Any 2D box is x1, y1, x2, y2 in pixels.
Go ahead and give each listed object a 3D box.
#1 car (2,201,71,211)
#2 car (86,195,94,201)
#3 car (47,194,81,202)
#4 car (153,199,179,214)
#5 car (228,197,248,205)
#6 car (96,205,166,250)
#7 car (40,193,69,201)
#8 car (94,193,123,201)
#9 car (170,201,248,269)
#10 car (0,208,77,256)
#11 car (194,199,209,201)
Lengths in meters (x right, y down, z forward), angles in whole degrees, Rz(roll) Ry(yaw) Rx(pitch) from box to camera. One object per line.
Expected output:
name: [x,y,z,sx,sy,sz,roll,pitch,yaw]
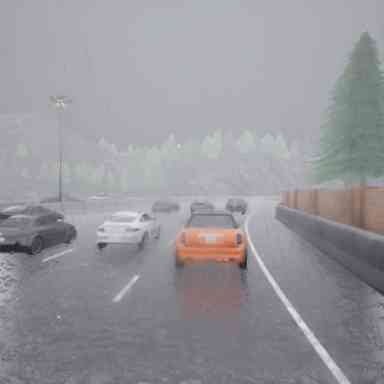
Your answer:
car: [-9.069,1.471,18.807,1.837,1.490,4.892,0,0,7]
car: [-15.048,1.170,54.880,2.150,2.045,5.566,0,0,19]
car: [-19.621,1.477,52.258,2.033,1.411,5.357,0,0,18]
car: [-2.598,1.489,34.625,2.128,1.511,4.902,0,0,13]
car: [4.784,1.382,35.289,2.097,1.767,4.553,0,0,14]
car: [-2.564,1.518,14.219,1.812,1.442,4.674,0,0,6]
car: [-22.413,1.140,54.932,2.150,2.045,5.566,0,0,19]
car: [-12.534,1.312,51.369,2.097,1.767,4.553,0,0,19]
car: [0.691,1.358,11.370,2.097,1.767,4.553,0,0,4]
car: [-6.186,1.541,13.015,1.994,1.385,4.181,0,0,5]
car: [1.106,1.505,35.067,2.128,1.511,4.902,0,0,14]
